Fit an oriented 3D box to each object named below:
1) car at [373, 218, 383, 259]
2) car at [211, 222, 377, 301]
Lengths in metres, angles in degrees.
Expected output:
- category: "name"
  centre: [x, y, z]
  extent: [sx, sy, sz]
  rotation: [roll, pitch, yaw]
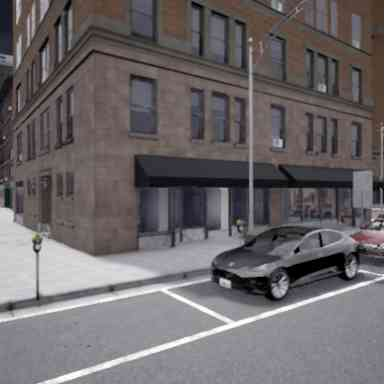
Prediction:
- category: "car"
  centre: [6.958, 1.560, 11.496]
  extent: [4.206, 1.307, 1.802]
  rotation: [0, 0, -35]
- category: "car"
  centre: [2.479, 1.554, 8.301]
  extent: [4.313, 1.339, 1.947]
  rotation: [0, 0, -35]
